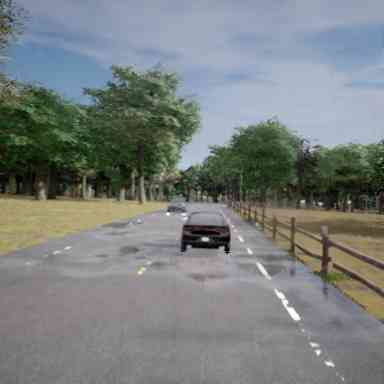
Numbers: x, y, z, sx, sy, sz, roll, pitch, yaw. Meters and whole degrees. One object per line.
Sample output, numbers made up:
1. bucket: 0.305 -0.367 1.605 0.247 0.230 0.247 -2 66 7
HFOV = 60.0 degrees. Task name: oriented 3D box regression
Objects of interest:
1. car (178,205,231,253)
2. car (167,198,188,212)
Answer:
1. car: 0.604 1.548 14.238 1.882 1.535 5.008 2 0 3
2. car: -1.632 1.468 39.010 2.097 1.767 4.553 2 0 3
